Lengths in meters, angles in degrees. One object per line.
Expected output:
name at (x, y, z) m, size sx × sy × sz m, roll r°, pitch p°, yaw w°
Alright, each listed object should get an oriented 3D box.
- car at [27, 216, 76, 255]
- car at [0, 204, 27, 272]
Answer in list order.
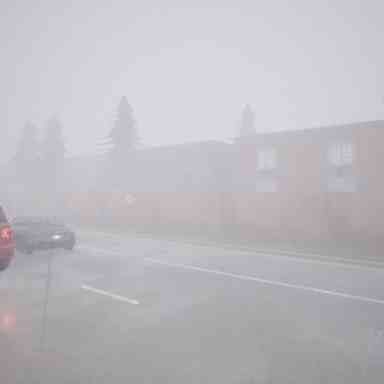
car at (-6.657, 1.672, 13.855) m, size 4.181 × 1.385 × 1.994 m, roll 0°, pitch -1°, yaw 40°
car at (-7.323, 1.263, 9.853) m, size 5.566 × 2.045 × 2.150 m, roll -1°, pitch -1°, yaw 40°
